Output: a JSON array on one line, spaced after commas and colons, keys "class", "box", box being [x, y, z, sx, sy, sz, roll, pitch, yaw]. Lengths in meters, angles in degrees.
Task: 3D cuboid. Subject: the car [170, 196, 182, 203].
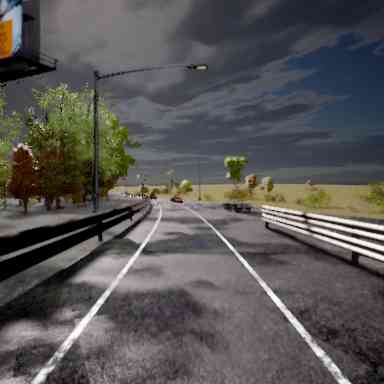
[{"class": "car", "box": [-3.341, 1.542, 68.954, 1.994, 1.385, 4.181, 0, 0, -15]}]

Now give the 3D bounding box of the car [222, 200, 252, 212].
[{"class": "car", "box": [4.921, 1.536, 37.060, 1.895, 1.301, 4.718, 0, 0, -15]}]
